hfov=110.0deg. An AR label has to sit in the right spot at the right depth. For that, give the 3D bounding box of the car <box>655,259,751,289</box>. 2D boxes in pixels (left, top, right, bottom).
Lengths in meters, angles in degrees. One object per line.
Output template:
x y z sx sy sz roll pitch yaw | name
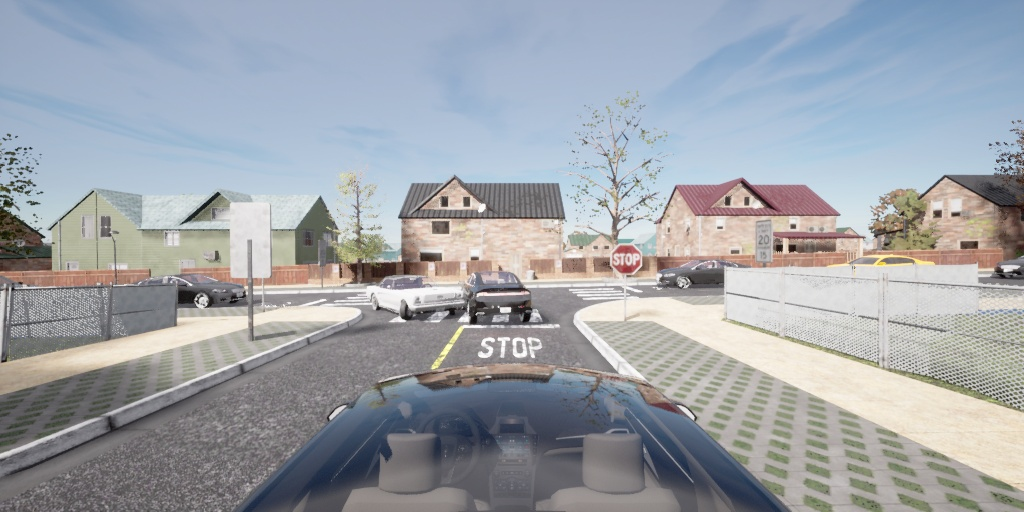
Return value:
10.341 0.925 19.408 4.902 1.511 2.128 -1 1 0 | car

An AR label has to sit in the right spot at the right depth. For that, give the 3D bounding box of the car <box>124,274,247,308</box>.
-14.894 1.566 16.368 4.902 1.511 2.128 -1 1 0 | car

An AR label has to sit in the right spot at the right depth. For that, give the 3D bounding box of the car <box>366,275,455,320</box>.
-3.596 1.367 12.866 1.895 1.301 4.718 0 0 -38 | car

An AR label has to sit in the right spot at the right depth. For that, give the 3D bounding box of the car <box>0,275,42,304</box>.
-24.231 1.648 16.333 4.553 1.767 2.097 -1 1 0 | car

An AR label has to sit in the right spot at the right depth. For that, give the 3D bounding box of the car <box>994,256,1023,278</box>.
29.396 0.478 19.470 4.902 1.511 2.128 -1 1 0 | car

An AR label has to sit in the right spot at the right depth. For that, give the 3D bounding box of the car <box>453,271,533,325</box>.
-0.679 1.242 12.005 2.128 1.511 4.902 0 0 -12 | car

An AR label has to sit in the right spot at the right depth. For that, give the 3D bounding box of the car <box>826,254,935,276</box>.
19.771 0.690 19.439 5.008 1.535 1.882 -1 1 0 | car
